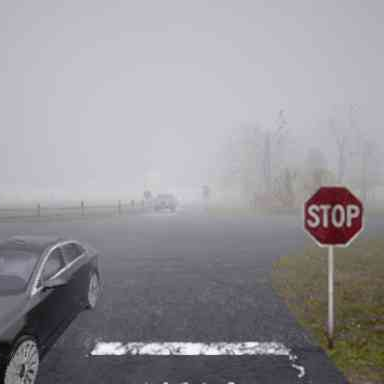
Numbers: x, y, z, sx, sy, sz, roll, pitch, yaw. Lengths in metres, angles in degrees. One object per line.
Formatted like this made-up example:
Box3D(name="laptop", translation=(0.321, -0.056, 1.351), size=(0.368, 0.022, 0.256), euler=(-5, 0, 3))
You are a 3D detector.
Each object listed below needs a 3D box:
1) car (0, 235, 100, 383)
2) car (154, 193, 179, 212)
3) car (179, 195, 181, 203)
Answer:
Box3D(name="car", translation=(-2.720, 1.488, 4.952), size=(2.128, 1.511, 4.902), euler=(1, 0, -2))
Box3D(name="car", translation=(-3.075, 1.170, 38.383), size=(2.150, 2.045, 5.566), euler=(0, 0, 0))
Box3D(name="car", translation=(-3.050, 1.526, 50.564), size=(1.895, 1.301, 4.718), euler=(0, 0, 0))
